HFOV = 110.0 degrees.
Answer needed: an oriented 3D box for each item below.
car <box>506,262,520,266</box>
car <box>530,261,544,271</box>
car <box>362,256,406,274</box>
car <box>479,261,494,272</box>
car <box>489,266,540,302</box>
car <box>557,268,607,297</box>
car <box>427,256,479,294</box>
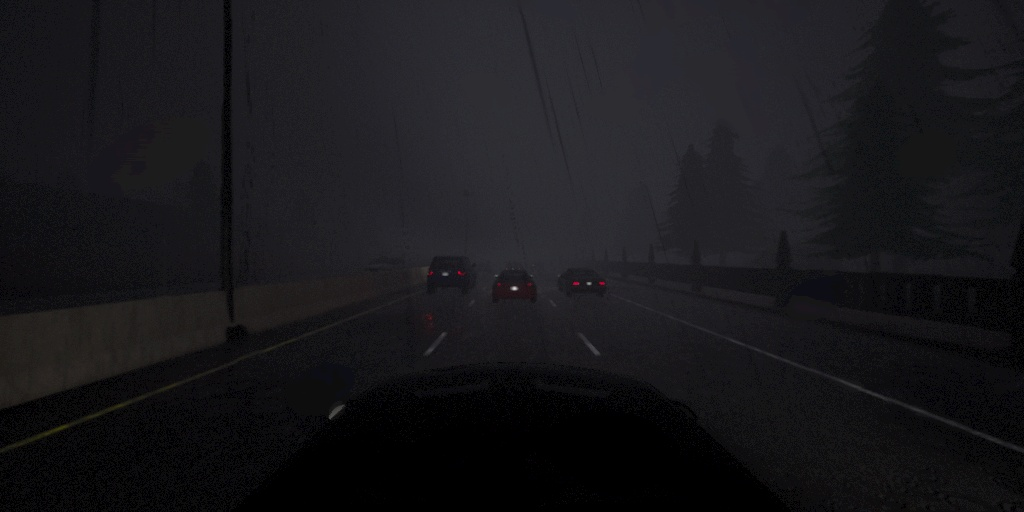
[{"bbox_3d":[0.115,1.387,38.987,2.033,1.411,5.357,0,0,0],"label":"car"},{"bbox_3d":[3.626,1.396,52.277,1.812,1.442,4.674,0,0,0],"label":"car"},{"bbox_3d":[-10.486,1.036,29.907,2.150,2.045,5.566,0,0,0],"label":"car"},{"bbox_3d":[-3.380,1.345,44.607,2.128,1.511,4.902,0,0,0],"label":"car"},{"bbox_3d":[0.108,1.352,17.262,1.994,1.385,4.181,0,0,0],"label":"car"},{"bbox_3d":[3.604,1.339,19.252,2.033,1.411,5.357,0,0,0],"label":"car"},{"bbox_3d":[-3.389,1.019,20.892,2.150,2.045,5.566,0,0,0],"label":"car"}]
